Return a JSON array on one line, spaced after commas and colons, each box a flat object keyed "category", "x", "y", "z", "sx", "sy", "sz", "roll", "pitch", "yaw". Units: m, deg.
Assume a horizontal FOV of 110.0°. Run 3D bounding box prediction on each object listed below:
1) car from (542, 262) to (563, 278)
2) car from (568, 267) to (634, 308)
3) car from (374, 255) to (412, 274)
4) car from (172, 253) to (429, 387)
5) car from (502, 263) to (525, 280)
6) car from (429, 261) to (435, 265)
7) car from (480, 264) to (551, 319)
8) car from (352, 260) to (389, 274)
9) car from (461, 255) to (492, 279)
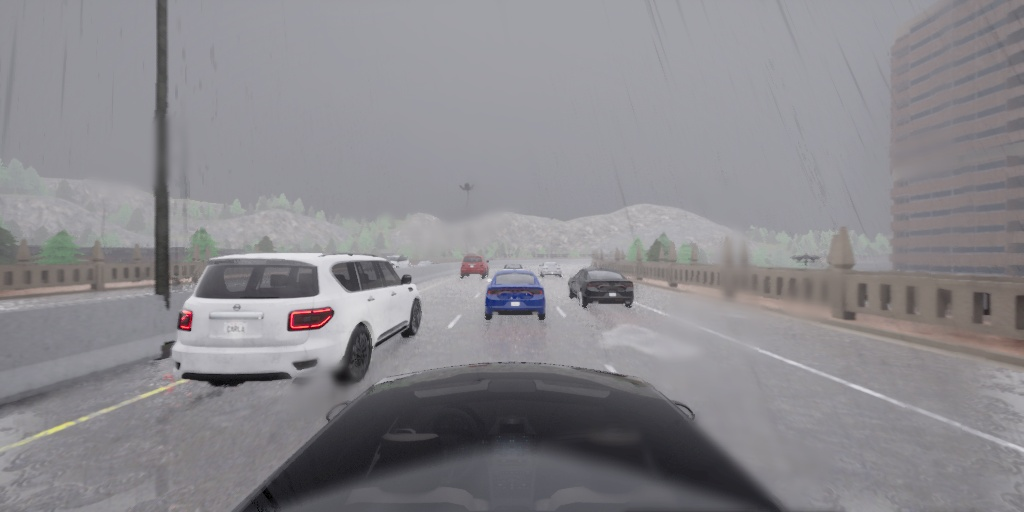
[{"category": "car", "x": 3.651, "y": 1.277, "z": 34.367, "sx": 1.812, "sy": 1.442, "sz": 4.674, "roll": 0, "pitch": 0, "yaw": 1}, {"category": "car", "x": 3.597, "y": 1.228, "z": 15.281, "sx": 1.882, "sy": 1.535, "sz": 5.008, "roll": 0, "pitch": 0, "yaw": 0}, {"category": "car", "x": -13.651, "y": 0.974, "z": 41.501, "sx": 2.150, "sy": 2.045, "sz": 5.566, "roll": 0, "pitch": 0, "yaw": 5}, {"category": "car", "x": -3.413, "y": 0.972, "z": 7.090, "sx": 2.150, "sy": 2.045, "sz": 5.566, "roll": 0, "pitch": 0, "yaw": 0}, {"category": "car", "x": 0.121, "y": 1.352, "z": 32.217, "sx": 1.895, "sy": 1.301, "sz": 4.718, "roll": 0, "pitch": 0, "yaw": 1}, {"category": "car", "x": -10.085, "y": 1.277, "z": 41.949, "sx": 1.812, "sy": 1.442, "sz": 4.674, "roll": 0, "pitch": 0, "yaw": 5}, {"category": "car", "x": 0.099, "y": 1.228, "z": 12.803, "sx": 1.882, "sy": 1.535, "sz": 5.008, "roll": 0, "pitch": 0, "yaw": 0}, {"category": "car", "x": -16.988, "y": 1.244, "z": 43.292, "sx": 2.128, "sy": 1.511, "sz": 4.902, "roll": 0, "pitch": 0, "yaw": 6}, {"category": "car", "x": -3.368, "y": 0.973, "z": 33.122, "sx": 2.150, "sy": 2.045, "sz": 5.566, "roll": 0, "pitch": 0, "yaw": 1}]
